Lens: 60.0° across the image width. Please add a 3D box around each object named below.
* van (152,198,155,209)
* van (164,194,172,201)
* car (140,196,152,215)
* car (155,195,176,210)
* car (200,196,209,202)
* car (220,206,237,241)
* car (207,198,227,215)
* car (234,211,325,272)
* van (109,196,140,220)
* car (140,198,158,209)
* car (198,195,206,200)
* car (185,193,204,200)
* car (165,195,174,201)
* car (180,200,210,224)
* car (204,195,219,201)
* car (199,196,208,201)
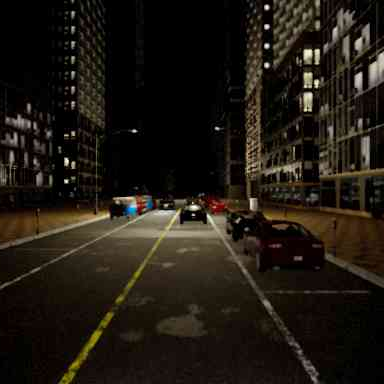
[{"bbox_3d":[-5.694,1.324,38.988,1.690,1.788,3.998,0,0,0],"label":"van"},{"bbox_3d":[-5.697,1.282,78.665,1.690,1.788,3.998,0,0,0],"label":"van"},{"bbox_3d":[-5.693,1.303,33.319,2.192,1.841,5.009,0,0,0],"label":"car"},{"bbox_3d":[-3.092,1.472,42.165,2.128,1.511,4.902,0,0,0],"label":"car"},{"bbox_3d":[2.684,1.492,72.997,1.887,1.381,4.507,0,0,0],"label":"car"},{"bbox_3d":[2.689,1.563,16.315,1.947,1.339,4.313,0,0,0],"label":"car"},{"bbox_3d":[2.687,1.570,33.320,1.802,1.307,4.206,0,0,0],"label":"car"},{"bbox_3d":[2.689,1.543,10.647,1.887,1.381,4.507,0,0,0],"label":"car"},{"bbox_3d":[-5.693,1.333,27.652,1.690,1.788,3.998,0,0,0],"label":"van"},{"bbox_3d":[-5.694,1.522,44.656,1.887,1.381,4.507,0,0,0],"label":"car"},{"bbox_3d":[2.683,1.503,90.005,1.802,1.307,4.206,0,0,0],"label":"car"},{"bbox_3d":[0.098,1.332,41.882,2.097,1.767,4.553,0,0,0],"label":"car"},{"bbox_3d":[-5.697,1.498,84.335,1.947,1.339,4.313,0,0,0],"label":"car"},{"bbox_3d":[0.099,1.557,25.036,1.994,1.385,4.181,0,0,0],"label":"car"},{"bbox_3d":[2.686,1.293,44.656,2.192,1.841,5.009,0,0,0],"label":"car"},{"bbox_3d":[2.684,1.523,78.665,1.802,1.307,4.206,0,0,0],"label":"car"}]
